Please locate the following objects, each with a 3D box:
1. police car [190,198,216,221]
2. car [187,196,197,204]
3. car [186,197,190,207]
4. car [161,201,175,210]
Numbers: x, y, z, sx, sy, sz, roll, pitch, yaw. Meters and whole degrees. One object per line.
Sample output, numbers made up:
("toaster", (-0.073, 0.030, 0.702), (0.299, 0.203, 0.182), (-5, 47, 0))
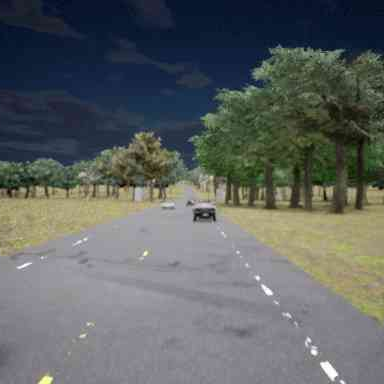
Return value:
("police car", (1.056, 1.603, 29.088), (1.930, 1.638, 5.238), (0, 0, 0))
("car", (0.017, 1.870, 78.499), (2.097, 1.767, 4.553), (0, -1, 0))
("car", (0.014, 1.823, 62.962), (2.097, 1.767, 4.553), (0, -1, 0))
("car", (-3.566, 1.943, 49.836), (1.895, 1.301, 4.718), (0, 0, 0))
